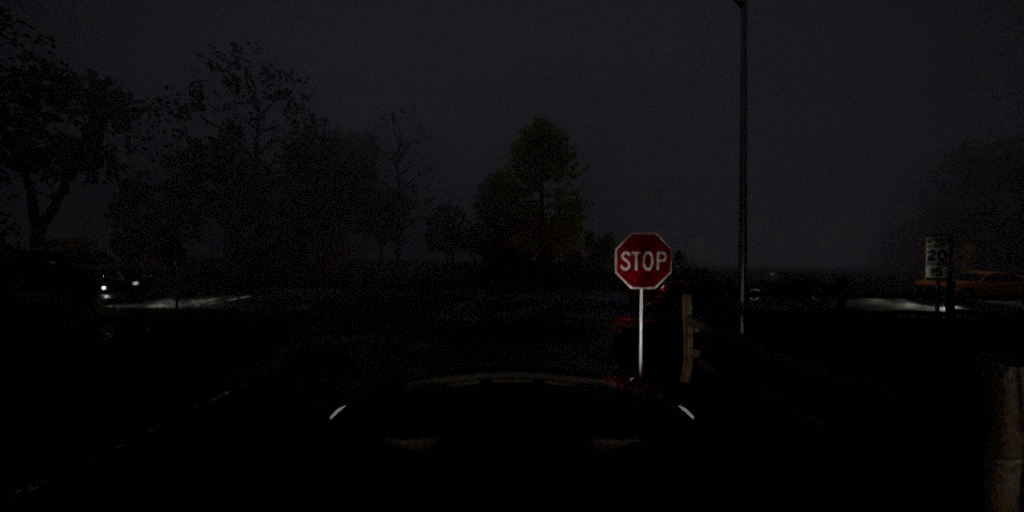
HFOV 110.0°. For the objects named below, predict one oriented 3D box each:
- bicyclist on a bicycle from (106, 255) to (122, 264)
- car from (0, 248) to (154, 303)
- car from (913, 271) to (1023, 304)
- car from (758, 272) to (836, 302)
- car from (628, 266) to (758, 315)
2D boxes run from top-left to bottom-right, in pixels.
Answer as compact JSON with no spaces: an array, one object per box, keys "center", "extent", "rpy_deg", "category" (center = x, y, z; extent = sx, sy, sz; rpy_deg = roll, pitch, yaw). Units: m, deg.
[{"center":[-22.713,0.764,20.347],"extent":[0.582,1.620,1.656],"rpy_deg":[1,0,0],"category":"bicyclist on a bicycle"},{"center":[-17.862,0.700,14.386],"extent":[5.566,2.045,2.150],"rpy_deg":[1,1,0],"category":"car"},{"center":[22.685,1.468,17.480],"extent":[5.008,1.535,1.882],"rpy_deg":[1,1,0],"category":"car"},{"center":[12.785,1.450,17.472],"extent":[4.718,1.301,1.895],"rpy_deg":[1,1,0],"category":"car"},{"center":[6.919,1.188,14.062],"extent":[4.553,1.767,2.097],"rpy_deg":[0,2,-21],"category":"car"}]
